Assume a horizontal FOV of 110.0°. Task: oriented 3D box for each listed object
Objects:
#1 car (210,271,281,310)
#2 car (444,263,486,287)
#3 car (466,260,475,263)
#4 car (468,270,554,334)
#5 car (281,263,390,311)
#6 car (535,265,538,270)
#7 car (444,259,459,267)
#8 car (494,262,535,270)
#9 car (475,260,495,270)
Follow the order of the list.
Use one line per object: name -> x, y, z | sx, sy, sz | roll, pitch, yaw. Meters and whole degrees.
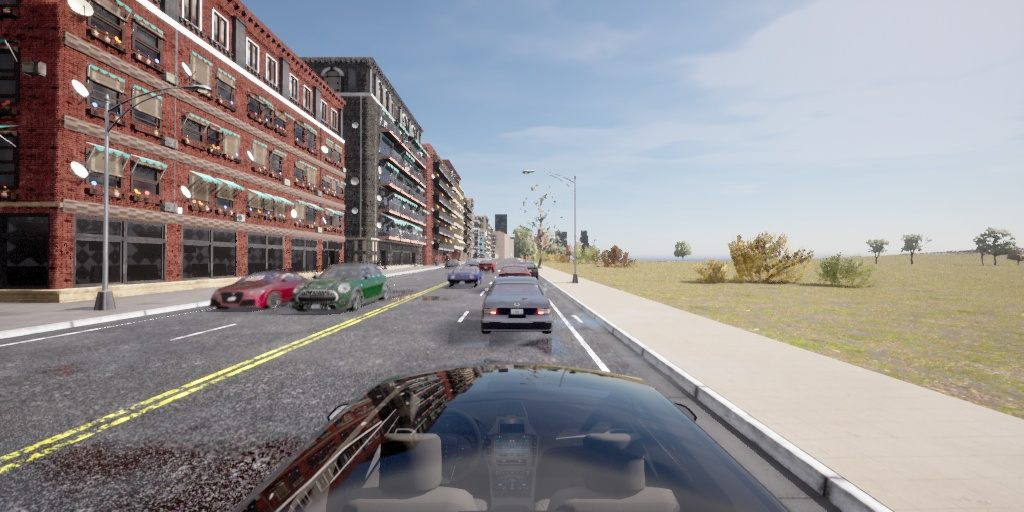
car -> -9.819, 1.316, 14.561 | 1.994, 1.385, 4.181 | 0, 0, 0
car -> -3.093, 1.354, 24.648 | 1.895, 1.301, 4.718 | 0, 0, 0
car -> -6.448, 1.300, 56.998 | 2.033, 1.411, 5.357 | 0, 0, 0
car -> 0.121, 1.299, 10.596 | 2.033, 1.411, 5.357 | 0, 0, 0
car -> -6.570, 1.104, 14.260 | 2.097, 1.767, 4.553 | 0, 0, 0
car -> 1.210, 1.232, 30.573 | 1.882, 1.535, 5.008 | 0, 0, 0
car -> -9.690, 1.257, 57.749 | 1.837, 1.490, 4.892 | 0, 0, 0
car -> 0.151, 1.231, 21.136 | 1.882, 1.535, 5.008 | 0, 0, 0
car -> -3.040, 1.231, 44.370 | 1.882, 1.535, 5.008 | 0, -1, 0
